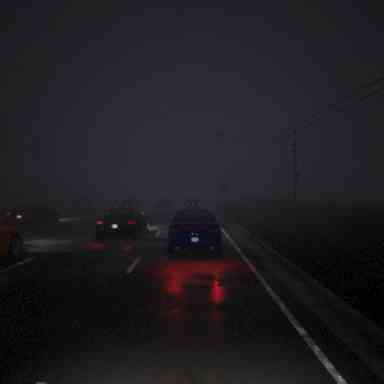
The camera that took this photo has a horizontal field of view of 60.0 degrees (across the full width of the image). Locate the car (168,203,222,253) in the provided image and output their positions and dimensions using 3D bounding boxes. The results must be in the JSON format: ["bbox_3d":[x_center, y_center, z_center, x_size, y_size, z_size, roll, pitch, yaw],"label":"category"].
[{"bbox_3d":[0.095,1.406,13.340,1.882,1.535,5.008,0,0,0],"label":"car"}]

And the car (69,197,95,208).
[{"bbox_3d":[-14.018,1.320,42.729,2.033,1.411,5.357,0,0,0],"label":"car"}]

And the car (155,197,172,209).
[{"bbox_3d":[-3.417,1.332,40.577,2.033,1.411,5.357,0,0,0],"label":"car"}]

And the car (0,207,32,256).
[{"bbox_3d":[-6.905,1.425,9.700,1.882,1.535,5.008,0,0,0],"label":"car"}]

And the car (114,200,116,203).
[{"bbox_3d":[-10.421,1.331,50.671,1.895,1.301,4.718,0,0,0],"label":"car"}]

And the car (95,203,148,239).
[{"bbox_3d":[-3.407,1.474,16.669,1.994,1.385,4.181,0,0,0],"label":"car"}]

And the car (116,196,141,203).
[{"bbox_3d":[-6.916,1.324,37.789,1.812,1.442,4.674,0,0,0],"label":"car"}]

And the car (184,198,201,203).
[{"bbox_3d":[0.085,1.345,38.102,2.033,1.411,5.357,0,0,0],"label":"car"}]

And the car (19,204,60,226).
[{"bbox_3d":[-10.411,1.446,22.024,1.994,1.385,4.181,0,0,0],"label":"car"}]
